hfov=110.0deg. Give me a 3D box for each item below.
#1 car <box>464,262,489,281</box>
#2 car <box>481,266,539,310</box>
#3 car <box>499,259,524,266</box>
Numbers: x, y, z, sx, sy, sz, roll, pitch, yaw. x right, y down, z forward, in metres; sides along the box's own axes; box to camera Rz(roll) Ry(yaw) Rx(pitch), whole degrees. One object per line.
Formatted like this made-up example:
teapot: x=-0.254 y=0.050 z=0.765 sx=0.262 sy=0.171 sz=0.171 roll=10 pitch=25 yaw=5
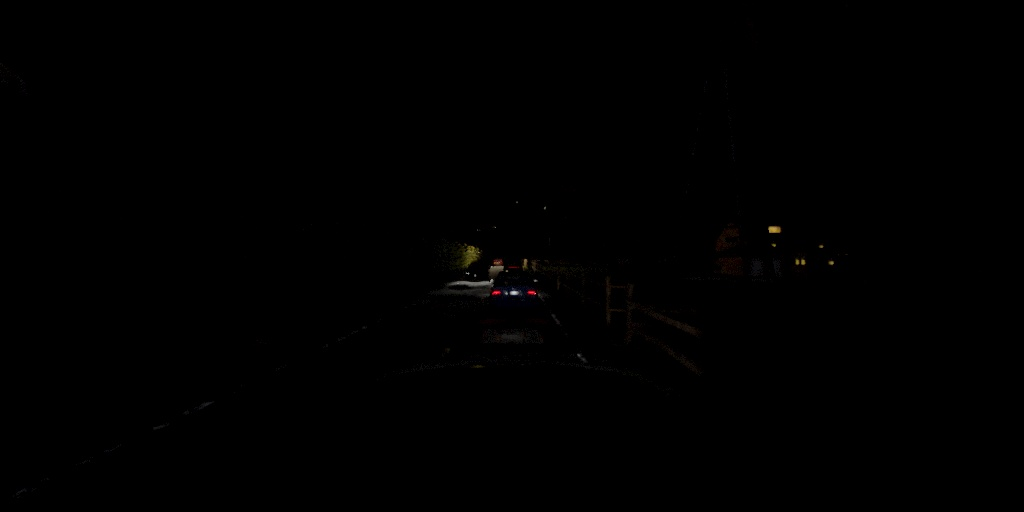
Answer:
car: x=-2.852 y=1.275 z=30.309 sx=1.837 sy=1.490 sz=4.892 roll=0 pitch=0 yaw=0
car: x=0.072 y=1.305 z=14.654 sx=2.033 sy=1.411 sz=5.357 roll=0 pitch=0 yaw=0
car: x=0.089 y=1.266 z=35.089 sx=2.128 sy=1.511 sz=4.902 roll=0 pitch=0 yaw=0
